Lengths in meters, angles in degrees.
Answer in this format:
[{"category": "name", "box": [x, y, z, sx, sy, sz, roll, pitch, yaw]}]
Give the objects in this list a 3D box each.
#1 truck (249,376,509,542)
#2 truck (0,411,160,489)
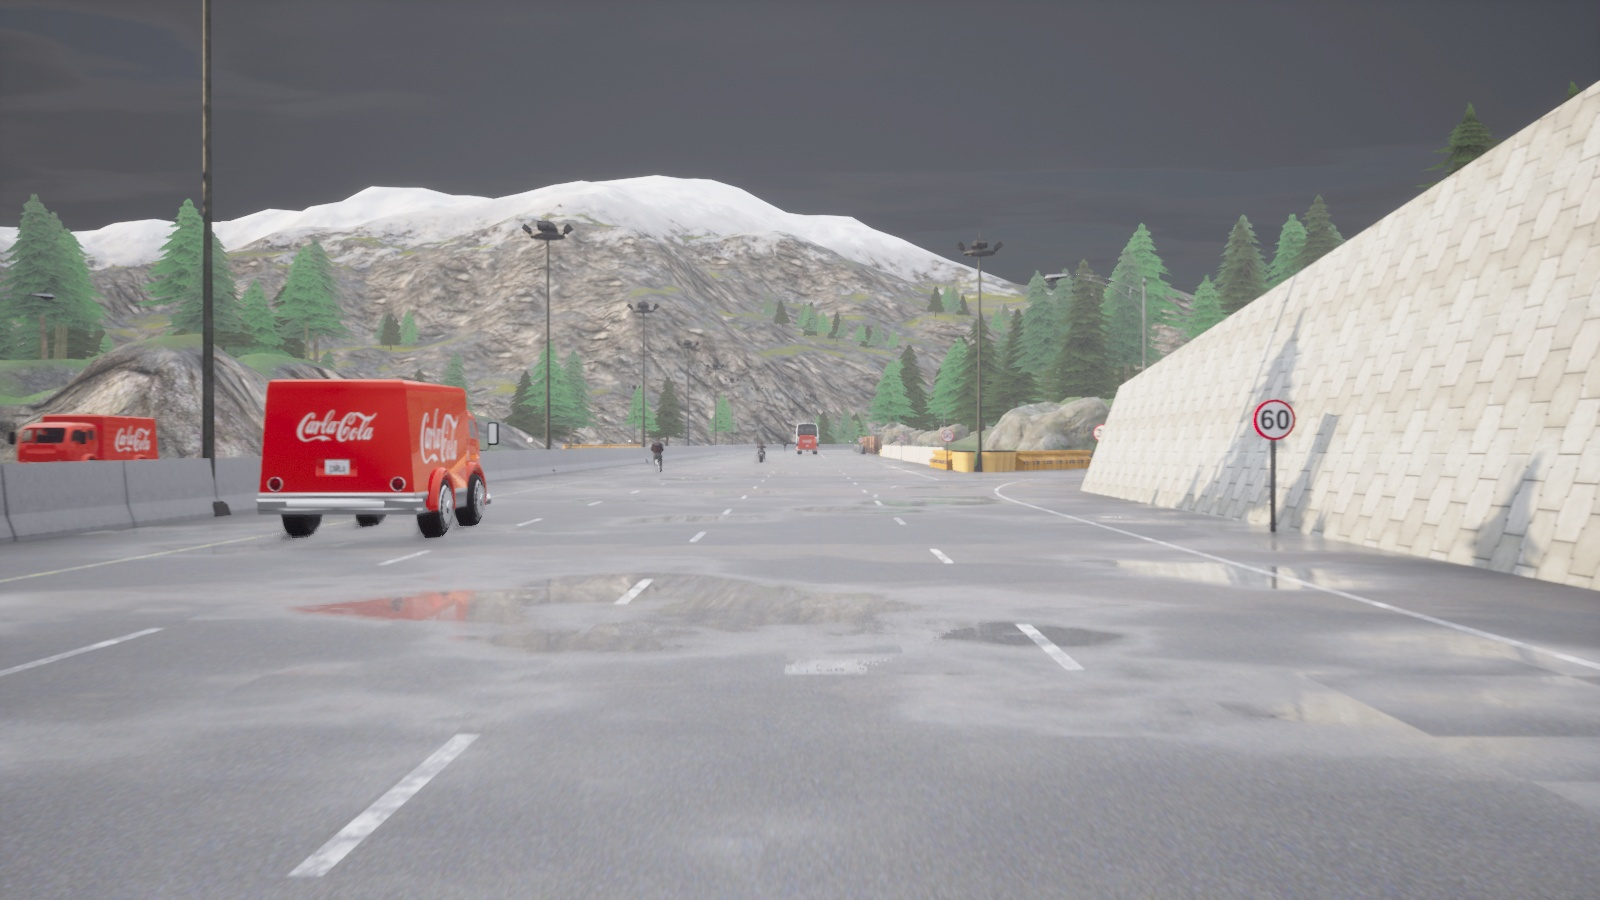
[{"category": "truck", "box": [-6.863, 0.131, 21.275, 2.627, 2.467, 5.204, 0, 0, 0]}, {"category": "truck", "box": [-24.243, 0.003, 42.386, 2.627, 2.467, 5.204, 0, 0, 0]}]
